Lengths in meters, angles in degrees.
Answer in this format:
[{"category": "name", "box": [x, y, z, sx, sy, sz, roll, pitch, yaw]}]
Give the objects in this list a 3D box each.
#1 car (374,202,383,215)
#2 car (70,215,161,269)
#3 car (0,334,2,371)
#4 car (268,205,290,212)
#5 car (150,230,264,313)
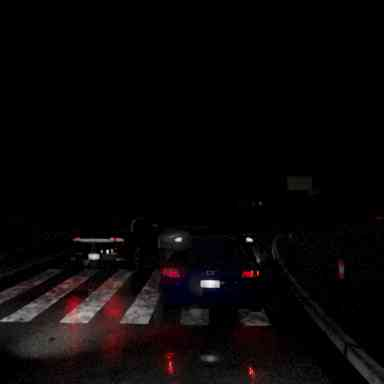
[{"category": "car", "box": [22.927, 1.946, 39.687, 2.128, 1.511, 4.902, -2, -2, 30]}, {"category": "car", "box": [-2.330, 1.524, 11.346, 2.128, 1.511, 4.902, -1, 0, 7]}, {"category": "car", "box": [-3.075, 1.508, 1.772, 1.837, 1.490, 4.892, 0, 0, 1]}, {"category": "car", "box": [19.081, 3.759, 73.234, 4.553, 1.767, 2.097, -4, -6, 41]}, {"category": "car", "box": [0.503, 1.562, 7.782, 1.994, 1.385, 4.181, 0, 0, 5]}]
